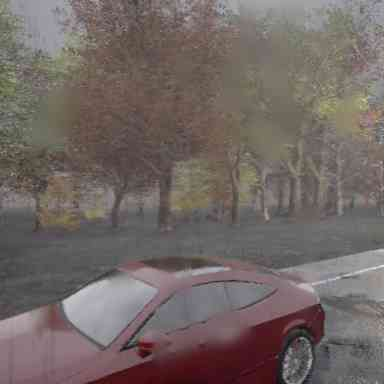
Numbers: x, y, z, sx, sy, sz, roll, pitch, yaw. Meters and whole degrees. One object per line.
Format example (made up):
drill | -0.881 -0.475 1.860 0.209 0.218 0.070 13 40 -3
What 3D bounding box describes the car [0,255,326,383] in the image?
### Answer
car | -0.376 1.528 3.723 4.674 1.442 1.812 0 0 -36
